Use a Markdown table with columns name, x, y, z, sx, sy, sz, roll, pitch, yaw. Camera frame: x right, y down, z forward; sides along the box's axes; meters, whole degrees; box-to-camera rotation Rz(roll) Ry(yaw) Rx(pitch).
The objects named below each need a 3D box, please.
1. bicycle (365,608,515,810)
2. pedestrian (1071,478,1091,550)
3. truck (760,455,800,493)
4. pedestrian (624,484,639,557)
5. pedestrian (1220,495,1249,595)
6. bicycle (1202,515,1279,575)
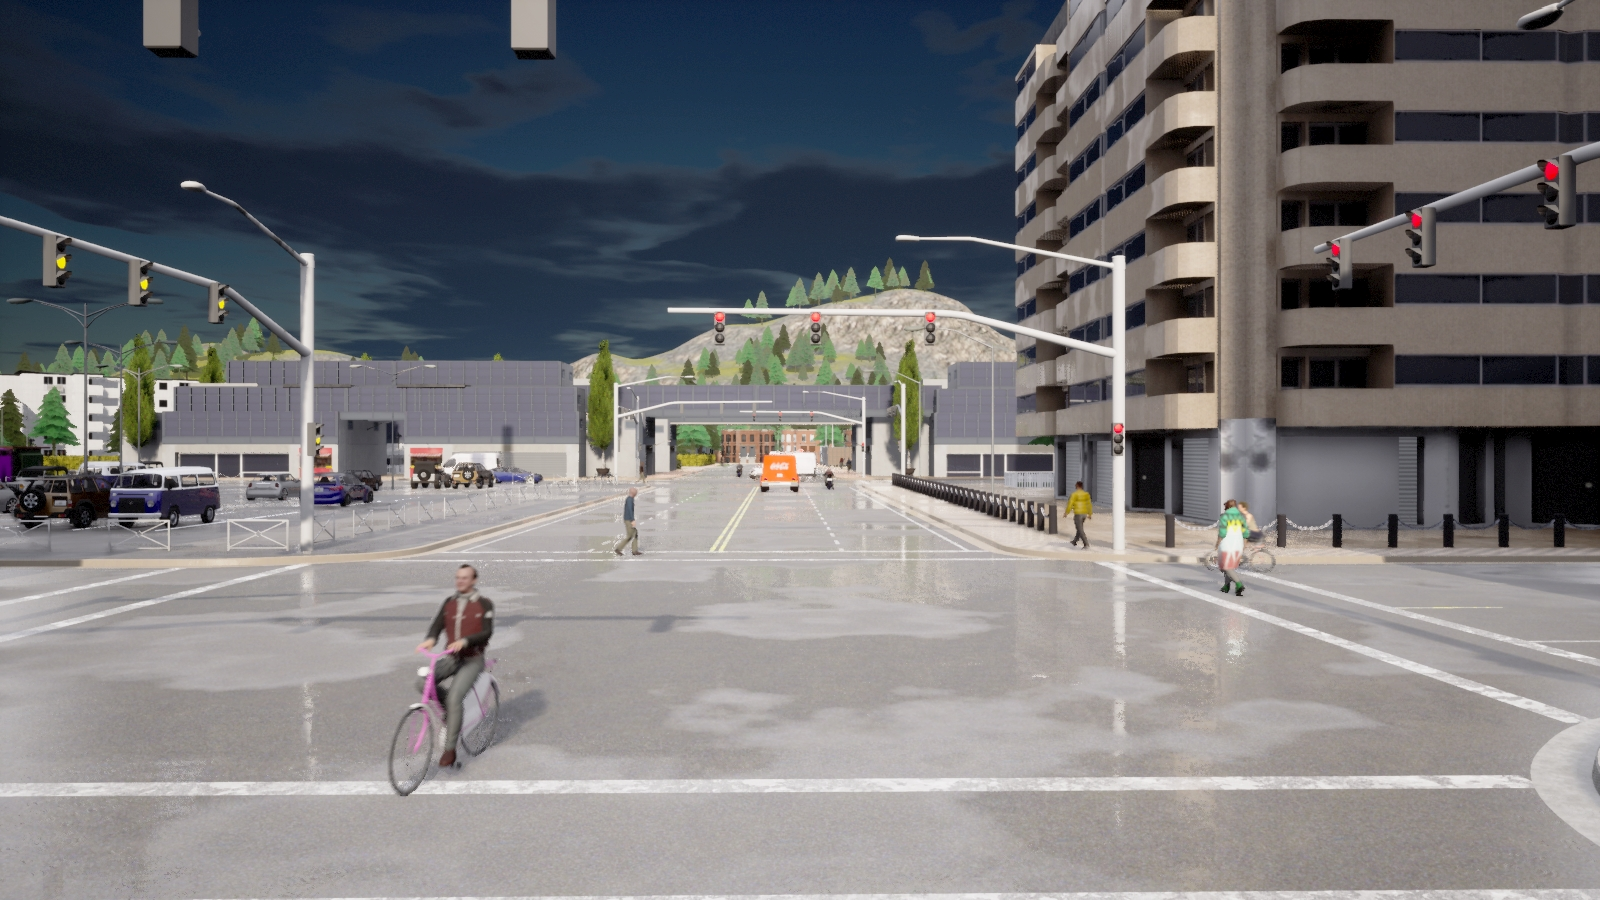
| name | x | y | z | sx | sy | sz | roll | pitch | yaw |
| --- | --- | --- | --- | --- | --- | --- | --- | --- | --- |
| bicycle | -3.038 | 2.144 | 9.814 | 0.329 | 1.271 | 1.835 | 2 | 1 | 12 |
| pedestrian | 7.351 | 1.678 | 29.895 | 0.375 | 1.860 | 0.375 | 0 | 0 | -13 |
| truck | -1.366 | 1.564 | 77.071 | 2.627 | 2.467 | 5.204 | 0 | 0 | -1 |
| pedestrian | -4.411 | 1.836 | 29.853 | 0.375 | 1.860 | 0.375 | 0 | 0 | -8 |
| pedestrian | 8.271 | 1.804 | 21.763 | 0.375 | 1.860 | 0.375 | 0 | 0 | -11 |
| bicycle | 9.785 | 2.102 | 25.435 | 1.487 | 1.276 | 0.859 | 0 | -2 | 13 |
